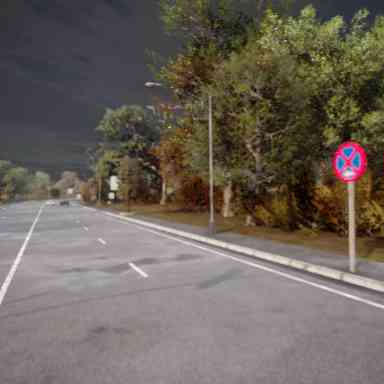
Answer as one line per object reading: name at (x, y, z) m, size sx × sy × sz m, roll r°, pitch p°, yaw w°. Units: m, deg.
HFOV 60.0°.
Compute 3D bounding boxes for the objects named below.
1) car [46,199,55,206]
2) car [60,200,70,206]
car at (-36.306, 2.925, 85.381) m, size 1.895 × 1.301 × 4.718 m, roll -1°, pitch 0°, yaw -24°
car at (-32.924, 2.787, 86.377) m, size 1.837 × 1.490 × 4.892 m, roll -1°, pitch 0°, yaw -24°
